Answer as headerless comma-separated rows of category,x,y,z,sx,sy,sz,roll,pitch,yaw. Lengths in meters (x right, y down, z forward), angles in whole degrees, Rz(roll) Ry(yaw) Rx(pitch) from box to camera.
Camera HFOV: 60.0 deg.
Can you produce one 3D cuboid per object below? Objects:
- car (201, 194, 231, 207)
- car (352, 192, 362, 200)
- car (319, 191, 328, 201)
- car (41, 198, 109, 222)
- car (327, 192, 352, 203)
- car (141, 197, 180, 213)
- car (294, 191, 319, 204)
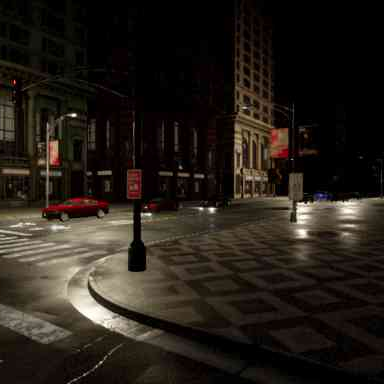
car,3.020,1.009,40.268,1.837,1.490,4.892,0,1,35
car,29.524,0.678,60.429,1.812,1.442,4.674,0,1,35
car,22.030,0.595,55.492,2.097,1.767,4.553,0,1,36
car,-8.379,1.231,24.233,1.882,1.535,5.008,0,1,35
car,22.370,0.836,50.351,1.812,1.442,4.674,0,1,36
car,-3.014,1.199,31.783,1.994,1.385,4.181,0,1,36
car,15.618,0.874,46.462,2.128,1.511,4.902,0,1,36
